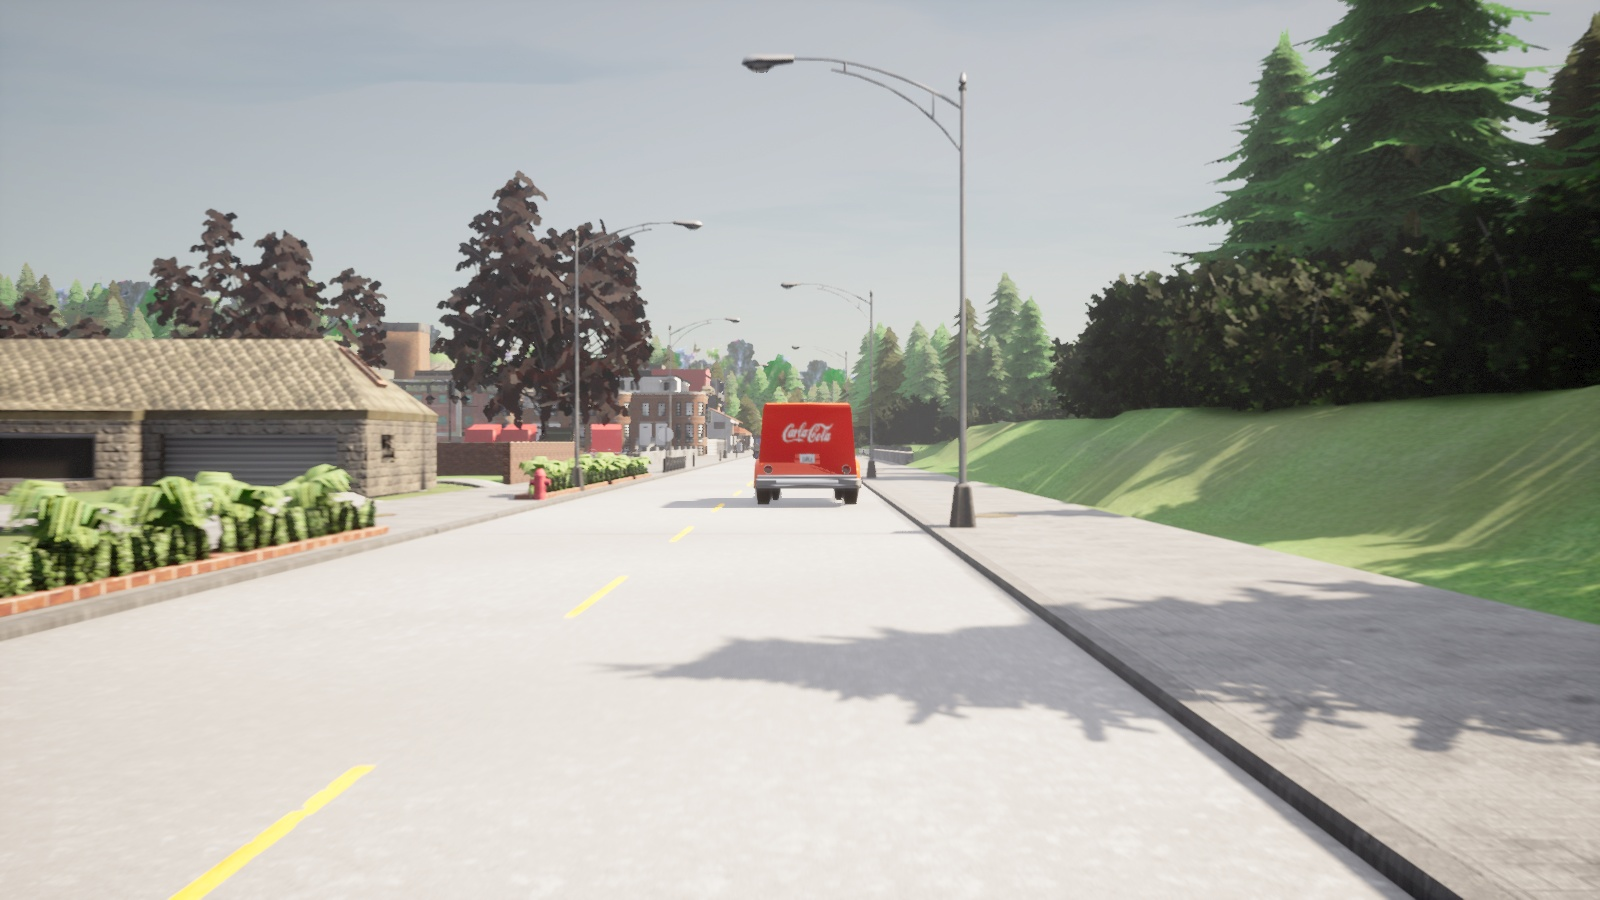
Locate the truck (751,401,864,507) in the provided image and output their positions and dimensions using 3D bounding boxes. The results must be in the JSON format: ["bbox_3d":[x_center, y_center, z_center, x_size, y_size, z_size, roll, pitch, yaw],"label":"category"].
[{"bbox_3d":[0.184,0.078,31.873,2.627,2.467,5.204,0,0,0],"label":"truck"}]
